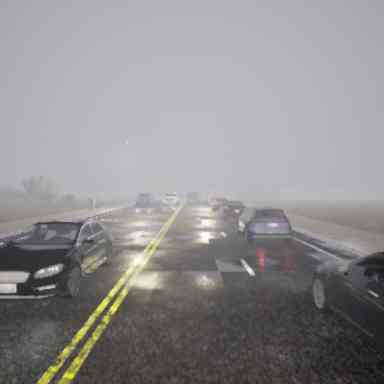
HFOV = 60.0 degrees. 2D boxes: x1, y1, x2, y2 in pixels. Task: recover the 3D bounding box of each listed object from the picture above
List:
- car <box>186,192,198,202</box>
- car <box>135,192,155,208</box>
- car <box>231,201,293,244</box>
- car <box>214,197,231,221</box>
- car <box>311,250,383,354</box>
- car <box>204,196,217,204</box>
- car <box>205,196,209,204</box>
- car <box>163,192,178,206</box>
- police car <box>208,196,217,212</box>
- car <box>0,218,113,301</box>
[{"bbox_3d":[0.031,0.937,69.519,2.150,2.045,5.566,0,0,0],"label":"car"},{"bbox_3d":[-6.561,1.083,46.935,2.150,2.045,5.566,0,0,0],"label":"car"},{"bbox_3d":[3.258,1.387,15.655,2.033,1.649,4.856,0,0,0],"label":"car"},{"bbox_3d":[3.263,1.428,26.685,2.163,1.488,4.792,0,0,0],"label":"car"},{"bbox_3d":[3.253,1.512,4.655,1.812,1.442,4.674,0,0,0],"label":"car"},{"bbox_3d":[3.277,1.417,59.685,1.895,1.301,4.718,0,0,0],"label":"car"},{"bbox_3d":[3.272,1.311,48.844,1.801,1.575,5.366,0,0,0],"label":"car"},{"bbox_3d":[-3.284,1.066,51.959,2.150,2.045,5.566,0,0,1],"label":"car"},{"bbox_3d":[3.268,1.397,37.655,2.038,1.542,4.974,0,0,0],"label":"police car"},{"bbox_3d":[-3.345,1.467,8.451,2.128,1.511,4.902,0,0,0],"label":"car"}]
